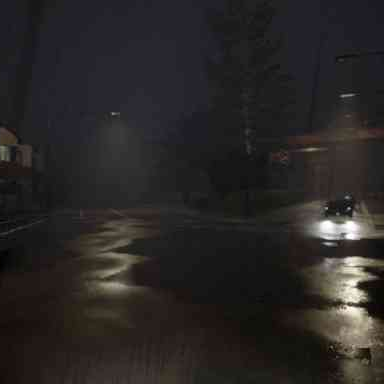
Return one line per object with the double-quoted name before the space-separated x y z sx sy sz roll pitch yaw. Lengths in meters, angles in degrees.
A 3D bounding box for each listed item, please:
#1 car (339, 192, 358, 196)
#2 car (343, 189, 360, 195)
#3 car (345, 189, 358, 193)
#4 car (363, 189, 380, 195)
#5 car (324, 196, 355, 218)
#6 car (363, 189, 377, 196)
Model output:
"car" 15.726 1.015 34.378 1.994 1.385 4.181 -1 0 27
"car" 37.569 0.037 78.502 4.536 1.218 1.853 -1 0 -39
"car" 22.214 0.732 47.354 2.128 1.511 4.902 -1 1 27
"car" 41.123 -0.015 76.394 1.853 1.218 4.536 -1 0 6
"car" 11.190 1.199 25.270 1.895 1.301 4.718 -1 0 27
"car" 41.121 0.143 76.344 2.038 1.542 4.974 -1 0 6
